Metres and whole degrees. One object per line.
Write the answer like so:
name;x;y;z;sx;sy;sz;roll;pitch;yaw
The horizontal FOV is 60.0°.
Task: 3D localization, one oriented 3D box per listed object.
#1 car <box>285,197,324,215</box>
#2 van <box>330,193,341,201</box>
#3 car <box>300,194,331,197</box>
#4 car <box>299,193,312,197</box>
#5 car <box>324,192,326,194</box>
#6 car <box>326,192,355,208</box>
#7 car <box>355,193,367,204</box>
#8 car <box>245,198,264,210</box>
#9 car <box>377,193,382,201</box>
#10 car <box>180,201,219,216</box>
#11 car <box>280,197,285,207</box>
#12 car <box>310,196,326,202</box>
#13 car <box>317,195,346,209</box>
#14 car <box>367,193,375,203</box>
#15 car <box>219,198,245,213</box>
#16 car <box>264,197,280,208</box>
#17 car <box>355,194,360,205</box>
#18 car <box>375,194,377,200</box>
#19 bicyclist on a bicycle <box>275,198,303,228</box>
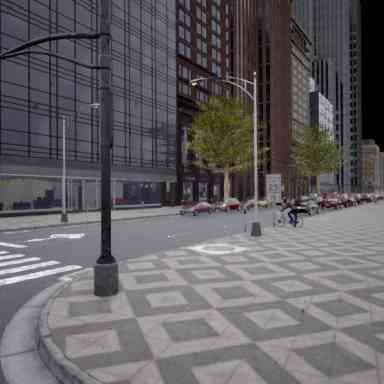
car;10.747;1.424;31.478;1.947;1.339;4.313;0;0;35
van;35.702;1.186;82.770;1.690;1.788;3.998;-1;0;35
car;16.572;1.339;44.474;2.128;1.511;4.902;-1;0;35
car;19.716;1.416;59.543;1.887;1.381;4.507;0;0;35
car;22.260;1.052;52.739;2.150;2.045;5.566;-1;0;35
car;20.337;1.137;45.413;2.192;1.841;5.009;0;0;35
car;26.732;1.118;54.702;2.192;1.841;5.009;0;0;35
car;6.926;1.495;40.961;1.802;1.307;4.206;0;0;35
car;42.719;1.358;77.925;1.802;1.307;4.206;-1;0;35
car;0.531;1.524;31.670;1.802;1.307;4.206;0;0;35
car;13.321;1.456;50.252;1.947;1.339;4.313;0;0;35
car;26.112;1.418;68.834;1.947;1.339;4.313;0;0;35
car;17.141;1.377;40.768;1.887;1.381;4.507;0;0;35
car;33.127;1.099;63.992;2.192;1.841;5.009;0;0;35
car;3.727;1.367;36.315;1.967;1.590;4.097;0;0;35
car;10.026;1.426;45.466;1.752;1.417;4.829;0;0;35
car;23.536;1.378;50.057;1.947;1.339;4.313;0;0;35
car;36.421;1.302;68.776;1.752;1.417;4.829;-1;0;35
bicyclist on a bicycle;5.315;1.177;18.363;1.656;1.620;0.582;-1;0;35
